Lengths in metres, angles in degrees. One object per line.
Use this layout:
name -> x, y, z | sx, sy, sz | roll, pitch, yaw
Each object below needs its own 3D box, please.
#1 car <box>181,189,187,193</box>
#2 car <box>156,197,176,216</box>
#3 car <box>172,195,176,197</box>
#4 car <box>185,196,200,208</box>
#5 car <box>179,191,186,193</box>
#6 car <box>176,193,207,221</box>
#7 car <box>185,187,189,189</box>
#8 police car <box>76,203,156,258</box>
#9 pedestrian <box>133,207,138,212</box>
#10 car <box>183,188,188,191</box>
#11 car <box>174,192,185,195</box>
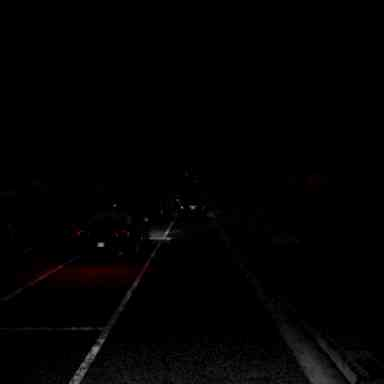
car -> -2.520, 0.720, 63.502 | 1.967, 1.590, 4.097 | 0, 1, 0
car -> -2.589, 1.386, 30.282 | 1.947, 1.339, 4.313 | 0, 0, 0
car -> -2.576, 1.328, 35.822 | 1.947, 1.339, 4.313 | 0, 1, 0
car -> 0.079, 1.247, 43.108 | 1.895, 1.301, 4.718 | 0, 1, 0
car -> -2.530, 0.953, 57.972 | 1.947, 1.339, 4.313 | 0, 1, 0
car -> 0.054, 1.185, 26.263 | 2.097, 1.767, 4.553 | 0, 0, 0
car -> -2.464, 0.158, 91.181 | 1.887, 1.381, 4.507 | 1, 2, 0
police car -> -2.728, 1.358, 12.559 | 1.930, 1.638, 5.238 | 0, 0, 0
pedestrian -> -2.723, 1.156, 15.559 | 0.500, 1.100, 0.500 | 1, 1, 0
car -> -2.487, 0.462, 80.113 | 2.008, 1.369, 4.403 | 1, 1, 0
car -> -2.541, 1.077, 52.440 | 1.802, 1.307, 4.206 | 0, 1, 0
